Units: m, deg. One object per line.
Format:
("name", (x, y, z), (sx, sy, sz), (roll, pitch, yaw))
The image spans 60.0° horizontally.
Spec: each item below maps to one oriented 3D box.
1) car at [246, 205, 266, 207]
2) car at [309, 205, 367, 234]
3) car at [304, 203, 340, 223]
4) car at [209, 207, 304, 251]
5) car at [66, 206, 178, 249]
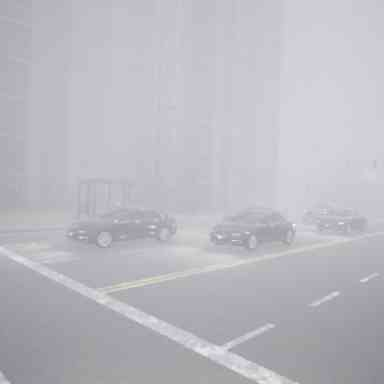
("car", (3.916, 1.596, 20.795), (5.008, 1.535, 1.882), (2, 0, -45))
("car", (9.869, 1.828, 21.793), (4.892, 1.490, 1.837), (2, 0, -45))
("car", (11.119, 1.712, 27.960), (4.553, 1.767, 2.097), (2, 0, -45))
("car", (2.809, 1.592, 14.734), (1.837, 1.490, 4.892), (2, 0, 45))
("car", (-2.795, 1.398, 14.106), (4.892, 1.490, 1.837), (2, 0, -44))
